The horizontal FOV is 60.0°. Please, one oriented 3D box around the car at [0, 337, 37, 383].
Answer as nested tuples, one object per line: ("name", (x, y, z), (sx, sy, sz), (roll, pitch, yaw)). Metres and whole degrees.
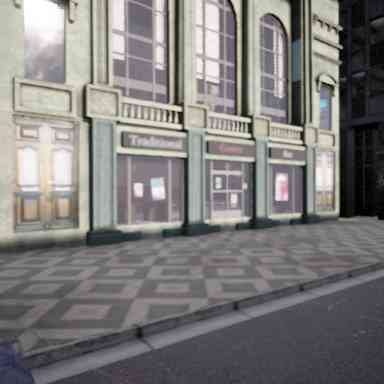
("car", (-3.066, 1.612, 1.185), (4.718, 1.301, 1.895), (0, 0, -35))
